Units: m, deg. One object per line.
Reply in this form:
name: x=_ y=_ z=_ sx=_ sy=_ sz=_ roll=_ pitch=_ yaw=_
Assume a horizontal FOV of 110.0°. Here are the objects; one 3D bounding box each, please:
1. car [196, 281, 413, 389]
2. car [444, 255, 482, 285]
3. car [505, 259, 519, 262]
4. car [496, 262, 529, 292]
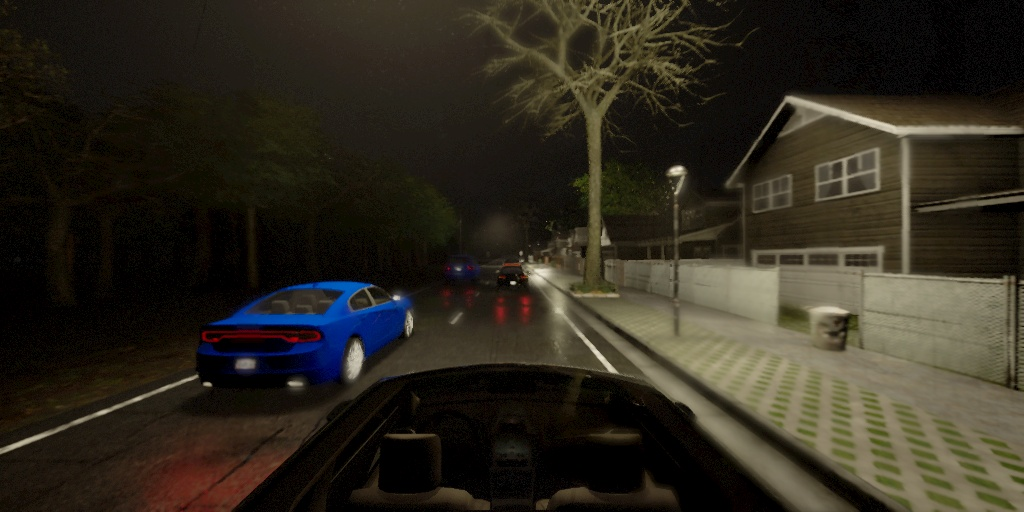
car: x=-3.407 y=1.232 z=7.057 sx=1.882 sy=1.535 sz=5.008 roll=0 pitch=0 yaw=0
car: x=-3.452 y=0.959 z=25.925 sx=2.150 sy=2.045 sz=5.566 roll=0 pitch=0 yaw=0
car: x=0.013 y=1.063 z=38.512 sx=2.097 sy=1.767 sz=4.553 roll=0 pitch=0 yaw=0
car: x=0.055 y=1.262 z=21.327 sx=1.812 sy=1.442 sz=4.674 roll=0 pitch=0 yaw=0
